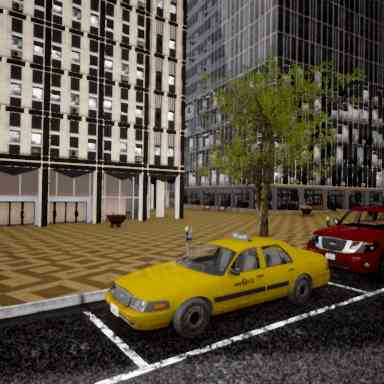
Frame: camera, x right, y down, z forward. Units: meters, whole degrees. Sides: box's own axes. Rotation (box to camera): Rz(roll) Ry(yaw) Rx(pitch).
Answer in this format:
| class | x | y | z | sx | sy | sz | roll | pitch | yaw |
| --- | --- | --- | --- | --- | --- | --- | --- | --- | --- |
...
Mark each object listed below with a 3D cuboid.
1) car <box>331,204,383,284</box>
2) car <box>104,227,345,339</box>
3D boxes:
| class | x | y | z | sx | sy | sz | roll | pitch | yaw |
| --- | --- | --- | --- | --- | --- | --- | --- | --- | --- |
| car | 5.609 | 1.321 | 9.835 | 5.009 | 1.841 | 2.192 | 0 | 1 | -34 |
| car | 0.769 | 1.528 | 6.574 | 4.829 | 1.417 | 1.752 | 0 | 1 | -35 |
